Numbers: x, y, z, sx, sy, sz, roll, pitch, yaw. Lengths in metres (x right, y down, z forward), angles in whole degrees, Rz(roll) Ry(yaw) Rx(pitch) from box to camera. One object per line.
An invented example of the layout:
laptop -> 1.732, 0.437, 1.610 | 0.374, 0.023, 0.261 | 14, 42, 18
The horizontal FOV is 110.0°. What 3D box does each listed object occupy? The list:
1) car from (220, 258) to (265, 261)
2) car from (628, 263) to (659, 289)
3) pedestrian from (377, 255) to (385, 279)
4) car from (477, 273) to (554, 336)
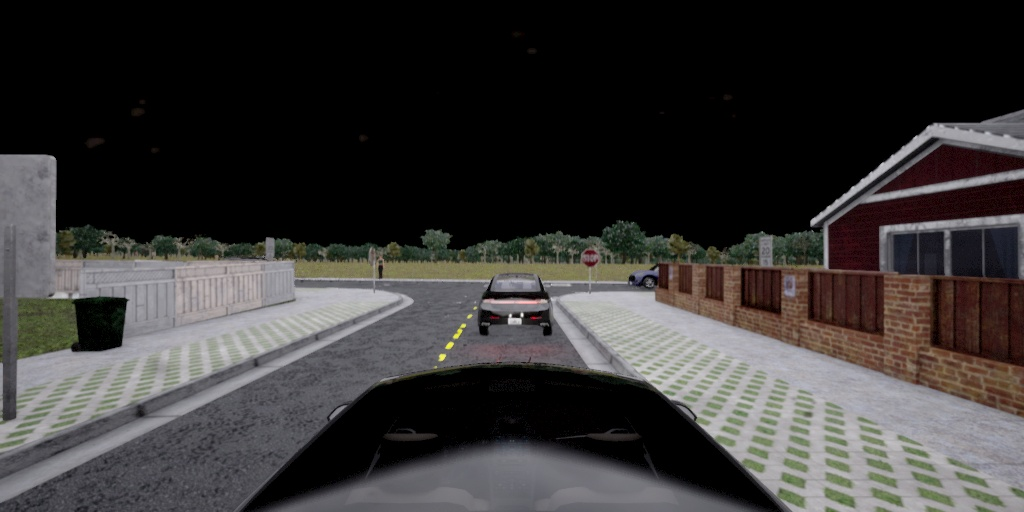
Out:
car -> -18.369, 0.883, 23.675 | 4.553, 1.767, 2.097 | 1, 0, -1
car -> 10.150, 1.244, 23.861 | 4.553, 1.767, 2.097 | 1, 0, -1
pedestrian -> -9.742, 0.803, 26.615 | 0.375, 1.860, 0.375 | 0, -1, 0
car -> 0.135, 1.238, 10.390 | 2.128, 1.511, 4.902 | 0, 0, 2
